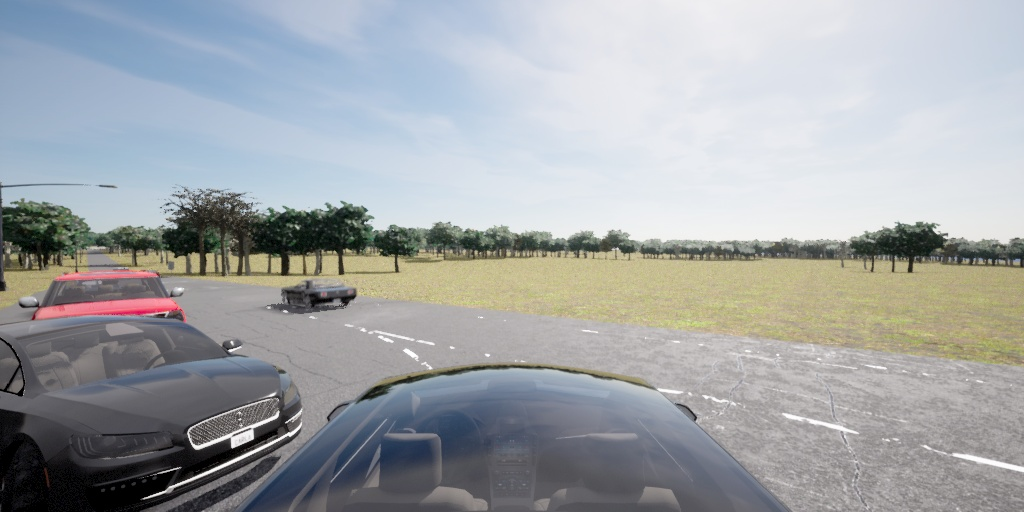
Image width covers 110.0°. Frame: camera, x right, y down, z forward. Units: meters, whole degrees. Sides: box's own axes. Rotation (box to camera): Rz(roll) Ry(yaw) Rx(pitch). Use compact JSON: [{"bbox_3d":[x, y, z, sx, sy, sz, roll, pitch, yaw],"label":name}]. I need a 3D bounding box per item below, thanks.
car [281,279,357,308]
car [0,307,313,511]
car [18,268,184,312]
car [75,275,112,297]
[{"bbox_3d":[-9.674,1.788,17.772,4.718,1.301,1.895,-2,0,40],"label":"car"},{"bbox_3d":[-4.608,1.445,3.953,4.892,1.490,1.837,-3,-3,20],"label":"car"},{"bbox_3d":[-9.578,1.385,8.536,5.566,2.045,2.150,-2,0,40],"label":"car"},{"bbox_3d":[-33.575,2.333,28.791,4.674,1.442,1.812,-2,0,40],"label":"car"}]
